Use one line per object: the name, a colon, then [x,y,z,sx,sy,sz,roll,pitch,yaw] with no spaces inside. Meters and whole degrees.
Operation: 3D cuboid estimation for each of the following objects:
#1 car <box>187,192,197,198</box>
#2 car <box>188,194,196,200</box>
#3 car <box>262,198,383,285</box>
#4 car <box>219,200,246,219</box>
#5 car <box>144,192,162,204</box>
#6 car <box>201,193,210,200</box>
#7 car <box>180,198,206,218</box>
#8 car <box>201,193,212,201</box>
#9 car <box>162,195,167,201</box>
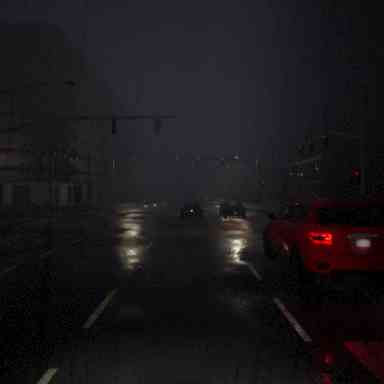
car: [-0.036,1.081,77.556,2.150,2.045,5.566,0,0,1]
car: [0.095,1.365,88.126,2.033,1.411,5.357,0,0,1]
car: [3.566,1.197,9.566,2.150,2.045,5.566,0,-1,0]
car: [3.455,1.467,29.026,2.128,1.511,4.902,0,0,-1]
car: [-7.283,1.115,60.334,2.150,2.045,5.566,0,0,1]
car: [3.594,1.181,88.054,2.097,1.767,4.553,0,0,1]
car: [-0.051,1.537,29.644,1.994,1.385,4.181,0,0,-1]
car: [3.471,1.216,78.084,2.097,1.767,4.553,0,0,1]
car: [-7.046,1.381,76.725,1.812,1.442,4.674,0,0,1]
